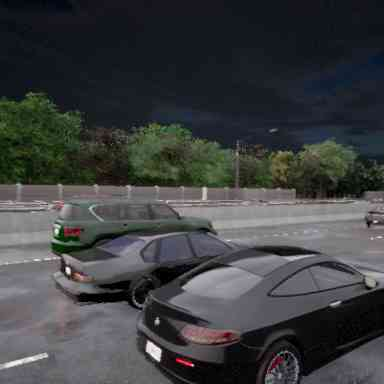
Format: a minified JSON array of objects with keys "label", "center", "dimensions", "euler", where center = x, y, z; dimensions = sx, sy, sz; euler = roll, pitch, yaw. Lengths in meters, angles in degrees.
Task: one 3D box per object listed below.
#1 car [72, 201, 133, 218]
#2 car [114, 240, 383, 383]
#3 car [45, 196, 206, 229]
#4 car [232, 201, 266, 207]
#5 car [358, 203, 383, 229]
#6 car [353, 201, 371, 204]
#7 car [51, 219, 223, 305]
[{"label":"car","center":[-8.619,1.605,32.235],"dimensions":[5.357,1.411,2.033],"euler":[0,0,-35]},{"label":"car","center":[1.459,1.538,4.909],"dimensions":[4.674,1.442,1.812],"euler":[0,0,-35]},{"label":"car","center":[-1.709,1.239,11.125],"dimensions":[5.566,2.045,2.150],"euler":[0,0,-35]},{"label":"car","center":[5.651,1.677,33.806],"dimensions":[4.674,1.442,1.812],"euler":[1,0,-35]},{"label":"car","center":[13.208,1.635,21.760],"dimensions":[4.902,1.511,2.128],"euler":[1,0,-35]},{"label":"car","center":[20.292,1.822,39.829],"dimensions":[4.674,1.442,1.812],"euler":[1,0,-35]},{"label":"car","center":[-0.325,1.561,7.820],"dimensions":[5.357,1.411,2.033],"euler":[0,0,-36]}]
